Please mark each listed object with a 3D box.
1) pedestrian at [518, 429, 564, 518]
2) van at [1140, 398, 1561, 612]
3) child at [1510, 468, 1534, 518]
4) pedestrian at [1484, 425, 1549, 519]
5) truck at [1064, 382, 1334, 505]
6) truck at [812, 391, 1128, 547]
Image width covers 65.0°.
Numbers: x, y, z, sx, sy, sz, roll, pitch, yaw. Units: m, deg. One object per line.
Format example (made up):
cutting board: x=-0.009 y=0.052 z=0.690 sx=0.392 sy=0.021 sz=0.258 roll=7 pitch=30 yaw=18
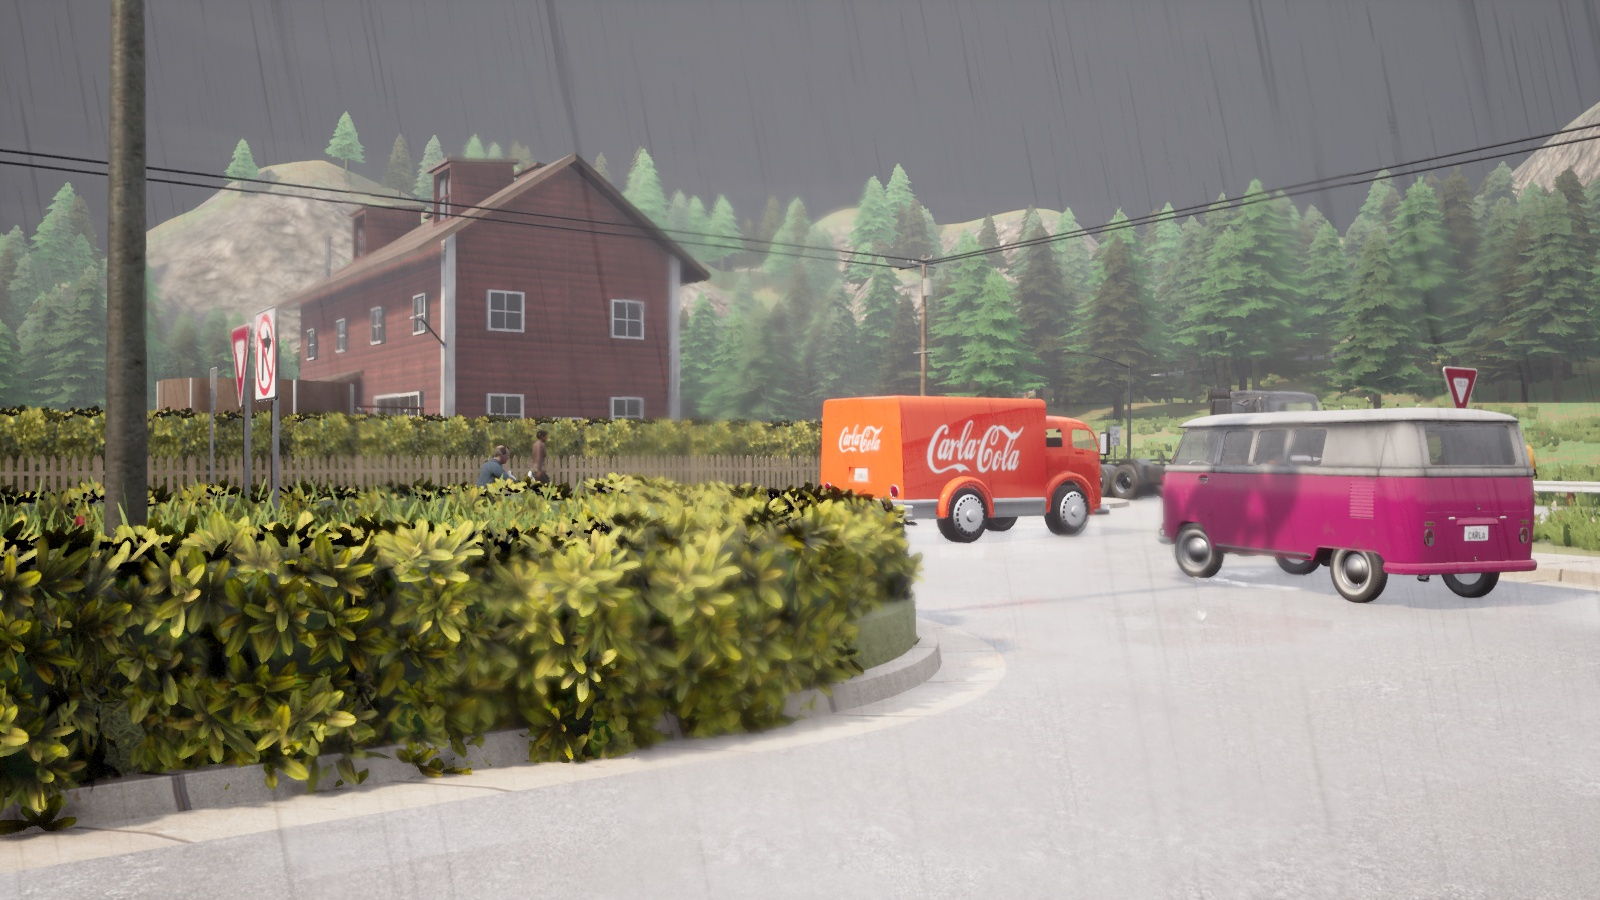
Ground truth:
pedestrian: x=-5.324 y=0.475 z=25.812 sx=0.869 sy=1.805 sz=0.328 roll=0 pitch=0 yaw=-34
van: x=5.870 y=0.520 z=14.076 sx=1.775 sy=1.987 sz=4.442 roll=0 pitch=0 yaw=-19
child: x=16.242 y=0.957 z=28.235 sx=0.255 sy=1.110 sz=0.394 roll=0 pitch=0 yaw=-21
pedestrian: x=14.504 y=0.432 z=25.430 sx=0.900 sy=1.855 sz=0.874 roll=0 pitch=0 yaw=-39
truck: x=12.222 y=-0.167 z=39.272 sx=2.891 sy=3.462 sz=7.936 roll=0 pitch=0 yaw=-34
truck: x=3.098 y=0.306 z=22.486 sx=5.204 sy=2.467 sz=2.627 roll=0 pitch=0 yaw=-35
